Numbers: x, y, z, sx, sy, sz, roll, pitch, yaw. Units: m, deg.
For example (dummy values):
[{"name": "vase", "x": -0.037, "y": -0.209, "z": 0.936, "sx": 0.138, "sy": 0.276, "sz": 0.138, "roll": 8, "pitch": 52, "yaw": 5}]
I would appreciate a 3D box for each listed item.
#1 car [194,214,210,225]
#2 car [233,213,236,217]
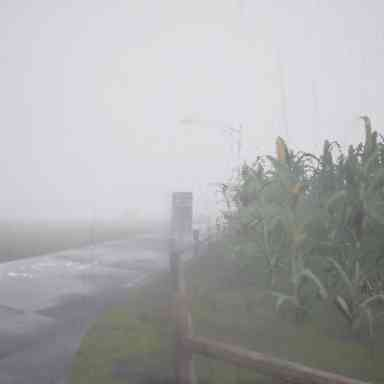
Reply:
[{"name": "car", "x": 1.572, "y": 4.126, "z": 50.469, "sx": 1.837, "sy": 1.490, "sz": 4.892, "roll": 1, "pitch": -3, "yaw": 10}, {"name": "car", "x": 11.065, "y": 6.280, "z": 88.753, "sx": 1.837, "sy": 1.490, "sz": 4.892, "roll": 1, "pitch": -3, "yaw": 11}]
